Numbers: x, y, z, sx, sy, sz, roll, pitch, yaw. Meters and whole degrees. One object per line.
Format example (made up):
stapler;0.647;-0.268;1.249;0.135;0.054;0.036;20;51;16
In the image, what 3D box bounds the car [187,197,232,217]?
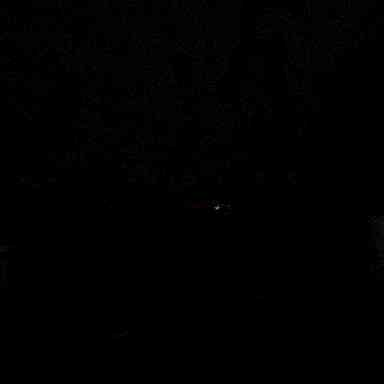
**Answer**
car;1.583;1.310;30.505;2.097;1.767;4.553;0;0;-39
